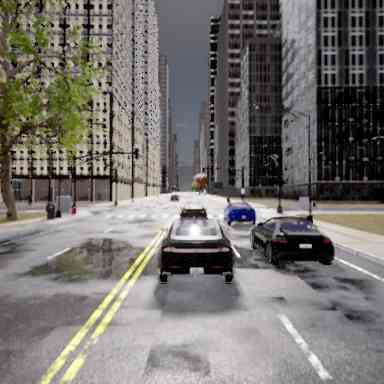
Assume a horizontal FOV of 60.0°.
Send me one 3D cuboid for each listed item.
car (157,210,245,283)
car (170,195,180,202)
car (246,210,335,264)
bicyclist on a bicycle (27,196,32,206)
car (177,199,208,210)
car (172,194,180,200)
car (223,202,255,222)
[{"bbox_3d":[0.104,1.490,9.628,2.128,1.511,4.902,0,0,0],"label":"car"},{"bbox_3d":[-4.052,1.407,76.964,1.882,1.535,5.008,0,0,-1],"label":"car"},{"bbox_3d":[3.355,1.561,11.799,1.994,1.385,4.181,0,0,0],"label":"car"},{"bbox_3d":[-25.132,1.375,51.420,0.582,1.620,1.656,0,-1,2],"label":"bicyclist on a bicycle"},{"bbox_3d":[0.111,1.483,23.460,2.128,1.511,4.902,0,0,0],"label":"car"},{"bbox_3d":[-4.310,1.427,92.560,2.033,1.411,5.357,0,0,-1],"label":"car"},{"bbox_3d":[3.362,1.469,23.974,1.882,1.535,5.008,0,0,0],"label":"car"}]
